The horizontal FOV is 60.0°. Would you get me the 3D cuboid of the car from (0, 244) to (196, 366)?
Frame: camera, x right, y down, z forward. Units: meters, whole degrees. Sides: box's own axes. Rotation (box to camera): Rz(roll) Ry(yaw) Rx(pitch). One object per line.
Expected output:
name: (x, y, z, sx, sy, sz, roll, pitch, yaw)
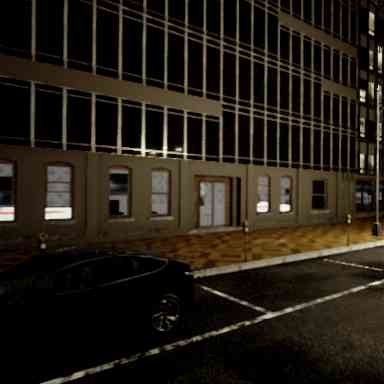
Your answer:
car: (-1.921, 1.576, 5.187, 4.313, 1.339, 1.947, 1, 0, -36)
